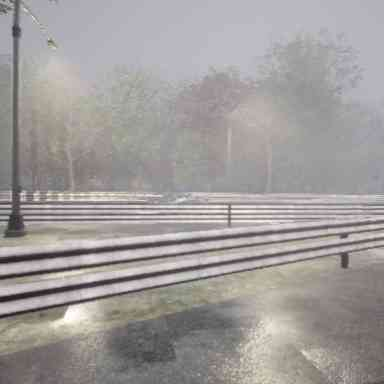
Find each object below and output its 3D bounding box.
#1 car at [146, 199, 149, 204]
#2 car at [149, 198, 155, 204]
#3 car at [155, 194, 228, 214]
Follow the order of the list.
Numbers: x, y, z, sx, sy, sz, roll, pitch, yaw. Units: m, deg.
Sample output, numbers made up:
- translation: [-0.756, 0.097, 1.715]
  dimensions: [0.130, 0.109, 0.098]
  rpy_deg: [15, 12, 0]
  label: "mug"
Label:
- translation: [-1.214, 0.900, 28.494]
  dimensions: [5.357, 1.411, 2.033]
  rpy_deg: [1, 2, -11]
  label: "car"
- translation: [-0.525, 0.951, 25.062]
  dimensions: [4.902, 1.511, 2.128]
  rpy_deg: [1, 2, -11]
  label: "car"
- translation: [0.171, 1.090, 21.635]
  dimensions: [4.674, 1.442, 1.812]
  rpy_deg: [1, 2, -11]
  label: "car"
